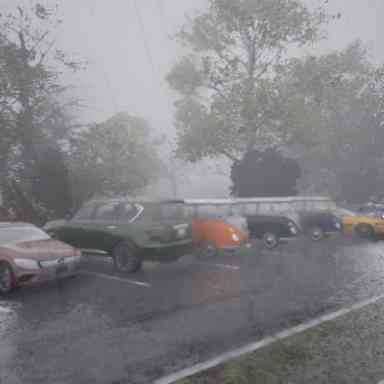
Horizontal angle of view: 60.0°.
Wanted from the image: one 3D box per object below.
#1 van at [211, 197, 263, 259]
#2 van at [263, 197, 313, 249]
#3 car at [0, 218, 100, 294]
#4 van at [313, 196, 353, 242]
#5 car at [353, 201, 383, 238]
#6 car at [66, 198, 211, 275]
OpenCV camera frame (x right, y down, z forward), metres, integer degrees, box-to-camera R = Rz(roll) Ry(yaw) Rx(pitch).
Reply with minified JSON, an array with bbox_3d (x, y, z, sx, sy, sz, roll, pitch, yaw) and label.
[{"bbox_3d":[0.054,1.241,12.304,4.442,1.987,1.878,-1,-1,34],"label":"van"},{"bbox_3d":[2.473,1.226,14.039,4.442,1.987,1.878,-1,-1,34],"label":"van"},{"bbox_3d":[-4.881,1.538,8.904,4.674,1.452,2.002,-1,-1,34],"label":"car"},{"bbox_3d":[4.893,1.211,15.775,4.442,1.987,1.878,-1,-1,34],"label":"van"},{"bbox_3d":[7.372,1.418,17.465,5.366,1.575,1.946,-1,-1,34],"label":"car"},{"bbox_3d":[-2.490,1.232,10.650,5.566,2.045,2.435,-1,0,34],"label":"car"}]
